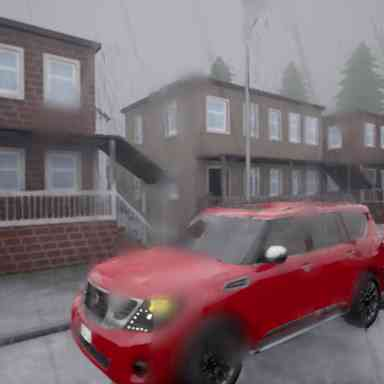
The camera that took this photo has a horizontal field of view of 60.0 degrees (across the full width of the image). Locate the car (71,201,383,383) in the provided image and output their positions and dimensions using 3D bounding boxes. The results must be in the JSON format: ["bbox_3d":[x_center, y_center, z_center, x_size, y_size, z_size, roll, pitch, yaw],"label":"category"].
[{"bbox_3d":[1.031,1.213,5.387,5.566,2.045,2.150,-1,0,-36],"label":"car"}]
